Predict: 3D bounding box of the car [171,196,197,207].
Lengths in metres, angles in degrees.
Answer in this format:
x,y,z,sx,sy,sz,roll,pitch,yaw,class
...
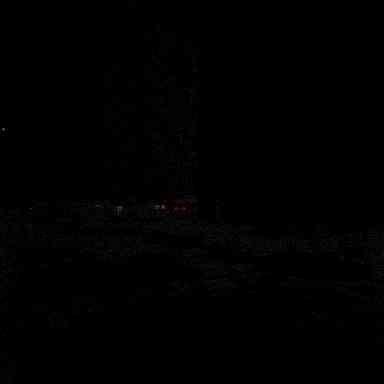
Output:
x,y,z,sx,sy,sz,roll,pitch,yaw,class
-0.537,1.411,51.492,2.097,1.767,4.553,0,0,36,car

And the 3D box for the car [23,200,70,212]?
x,y,z,sx,sy,sz,roll,pitch,yaw,class
-17.128,1.620,39.832,1.895,1.301,4.718,0,0,36,car

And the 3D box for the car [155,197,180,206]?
x,y,z,sx,sy,sz,roll,pitch,yaw,class
-4.241,1.615,57.605,1.994,1.385,4.181,0,0,36,car

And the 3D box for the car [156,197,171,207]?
x,y,z,sx,sy,sz,roll,pitch,yaw,class
-3.484,1.577,52.968,1.812,1.442,4.674,0,0,36,car

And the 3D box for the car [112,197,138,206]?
x,y,z,sx,sy,sz,roll,pitch,yaw,class
-10.828,1.560,54.098,1.812,1.442,4.674,0,0,36,car

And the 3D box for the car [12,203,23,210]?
x,y,z,sx,sy,sz,roll,pitch,yaw,class
-19.804,1.613,41.676,1.895,1.301,4.718,0,0,36,car

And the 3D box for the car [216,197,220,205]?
x,y,z,sx,sy,sz,roll,pitch,yaw,class
5.147,1.637,59.477,1.994,1.385,4.181,0,0,36,car
